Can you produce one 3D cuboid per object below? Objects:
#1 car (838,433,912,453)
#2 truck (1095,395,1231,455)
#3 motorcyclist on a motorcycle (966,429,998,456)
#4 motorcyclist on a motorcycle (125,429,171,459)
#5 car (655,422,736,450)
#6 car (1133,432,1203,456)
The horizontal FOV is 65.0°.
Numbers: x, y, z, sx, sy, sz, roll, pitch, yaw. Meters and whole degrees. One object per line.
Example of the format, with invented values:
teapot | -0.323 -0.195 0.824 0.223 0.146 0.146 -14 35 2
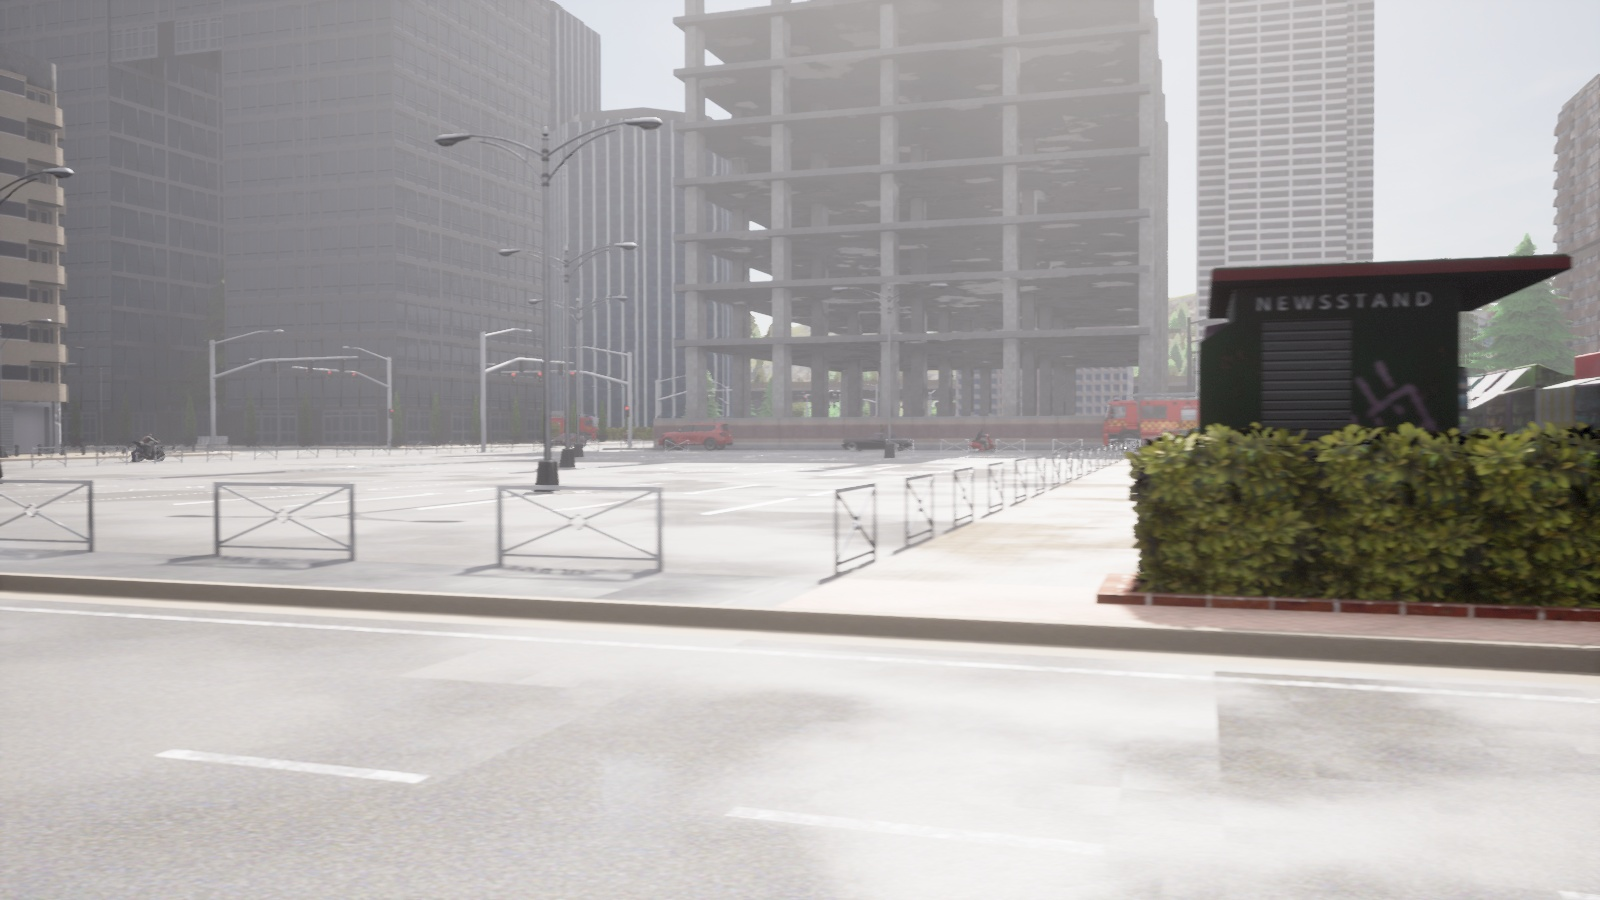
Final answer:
car | 5.089 -0.484 85.498 4.718 1.301 1.895 1 1 17
truck | 24.034 -1.643 83.267 8.468 3.827 2.891 1 1 17
motorcyclist on a motorcycle | 11.061 -0.461 76.315 1.817 1.590 0.866 1 1 17
motorcyclist on a motorcycle | -34.142 -0.324 65.803 0.866 1.530 2.191 1 1 17
car | -7.774 -1.037 93.146 5.566 2.045 2.150 1 1 17
car | 23.399 -0.411 79.817 4.193 1.474 1.816 1 1 17
